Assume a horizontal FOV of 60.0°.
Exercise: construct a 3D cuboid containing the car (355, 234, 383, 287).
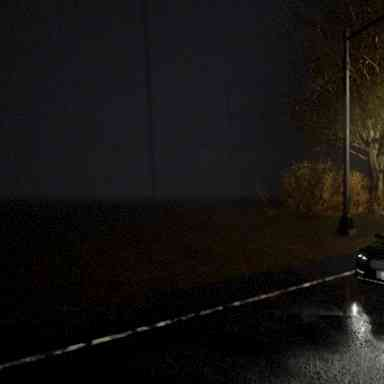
[{"bbox_3d":[5.991,1.470,8.347,4.902,1.511,2.128,0,0,-36],"label":"car"}]
